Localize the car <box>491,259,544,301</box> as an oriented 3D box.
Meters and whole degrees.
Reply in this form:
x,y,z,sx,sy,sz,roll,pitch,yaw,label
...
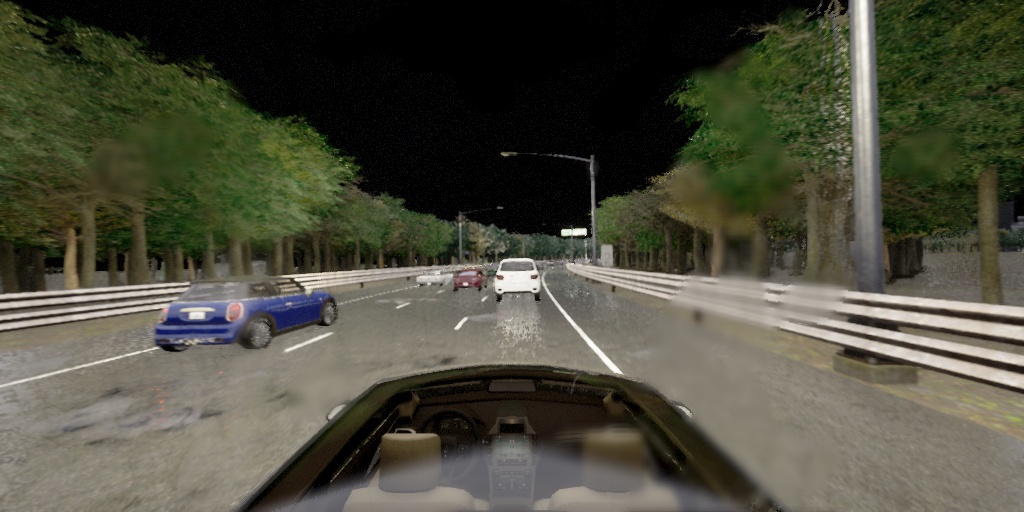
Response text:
x,y,z,sx,sy,sz,roll,pitch,yaw,label
0.342,1.171,19.084,2.150,2.045,5.566,-1,-1,2,car

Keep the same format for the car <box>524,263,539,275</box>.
x,y,z,sx,sy,sz,roll,pitch,yaw,label
2.796,1.793,50.684,1.812,1.442,4.674,-1,-1,7,car

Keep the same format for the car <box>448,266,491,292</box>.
x,y,z,sx,sy,sz,roll,pitch,yaw,label
-2.777,1.597,24.595,1.812,1.442,4.674,-1,-1,3,car

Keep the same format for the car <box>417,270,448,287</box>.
x,y,z,sx,sy,sz,roll,pitch,yaw,label
-6.059,1.784,28.900,1.895,1.301,4.718,-1,-1,3,car

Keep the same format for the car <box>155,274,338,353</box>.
x,y,z,sx,sy,sz,roll,pitch,yaw,label
-6.760,1.328,9.850,2.097,1.767,4.553,-1,-1,1,car
